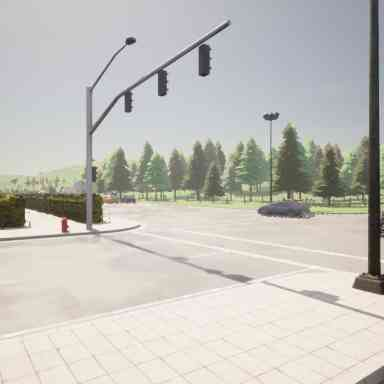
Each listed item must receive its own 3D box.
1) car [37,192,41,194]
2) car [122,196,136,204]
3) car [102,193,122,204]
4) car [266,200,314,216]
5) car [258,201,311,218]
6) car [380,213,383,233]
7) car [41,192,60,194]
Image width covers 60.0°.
[{"bbox_3d":[-29.754,1.058,65.879,2.150,2.045,5.566,0,0,-35],"label":"car"},{"bbox_3d":[-12.769,1.505,65.889,1.837,1.490,4.892,0,0,-35],"label":"car"},{"bbox_3d":[-15.849,1.478,64.368,1.882,1.535,5.008,0,0,-35],"label":"car"},{"bbox_3d":[9.755,1.564,33.359,1.994,1.385,4.181,-1,0,-43],"label":"car"},{"bbox_3d":[8.149,1.564,30.194,4.181,1.385,1.994,0,0,40],"label":"car"},{"bbox_3d":[11.174,1.505,17.468,4.892,1.490,1.837,0,0,-35],"label":"car"},{"bbox_3d":[-24.085,1.221,57.637,2.150,2.045,5.566,0,0,-35],"label":"car"}]
